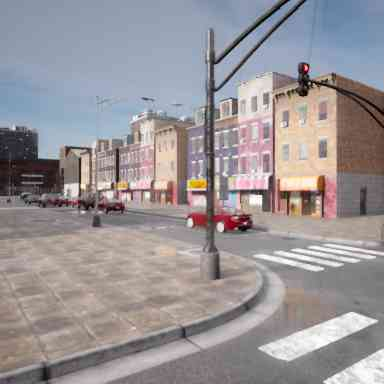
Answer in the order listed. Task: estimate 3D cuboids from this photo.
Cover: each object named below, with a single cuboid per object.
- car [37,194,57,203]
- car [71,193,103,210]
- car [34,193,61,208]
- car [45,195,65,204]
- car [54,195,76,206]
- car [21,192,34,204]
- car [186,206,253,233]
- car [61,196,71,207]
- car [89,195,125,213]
[{"bbox_3d":[-23.647,1.036,54.172,2.008,1.369,4.403,1,0,-35],"label":"car"},{"bbox_3d":[-11.112,0.986,36.396,2.192,1.841,5.009,1,0,-35],"label":"car"},{"bbox_3d":[-17.726,0.953,41.268,2.097,1.767,4.553,0,0,-35],"label":"car"},{"bbox_3d":[-20.514,1.111,49.728,1.802,1.307,4.206,1,0,-35],"label":"car"},{"bbox_3d":[-17.381,1.157,45.284,1.802,1.307,4.206,1,0,-35],"label":"car"},{"bbox_3d":[-23.581,1.063,49.490,2.033,1.411,5.357,0,0,-35],"label":"car"},{"bbox_3d":[1.416,1.424,18.621,1.887,1.381,4.507,1,0,-35],"label":"car"},{"bbox_3d":[-14.249,1.204,40.841,1.802,1.307,4.206,1,0,-35],"label":"car"},{"bbox_3d":[-7.982,1.265,31.953,1.887,1.381,4.507,1,0,-35],"label":"car"}]
